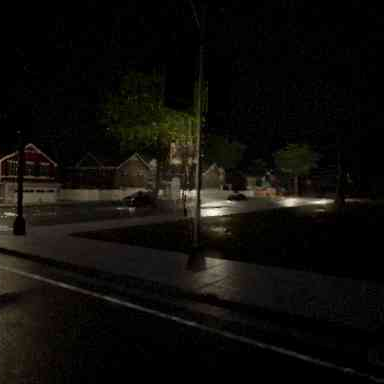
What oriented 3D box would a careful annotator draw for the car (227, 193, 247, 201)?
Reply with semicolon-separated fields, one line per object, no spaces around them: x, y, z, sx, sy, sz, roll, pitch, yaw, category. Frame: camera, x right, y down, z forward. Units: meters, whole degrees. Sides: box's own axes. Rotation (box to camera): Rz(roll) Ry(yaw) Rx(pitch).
7.518;0.819;55.686;1.994;1.385;4.181;2;1;36;car

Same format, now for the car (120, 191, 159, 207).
-5.859;0.723;37.420;2.097;1.767;4.553;2;2;36;car
